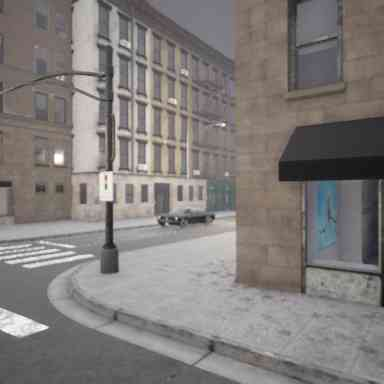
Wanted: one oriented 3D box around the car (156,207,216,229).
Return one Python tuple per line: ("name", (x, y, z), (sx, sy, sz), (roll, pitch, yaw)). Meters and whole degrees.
("car", (-0.332, 1.753, 23.168), (1.895, 1.301, 4.718), (0, 0, 35))
